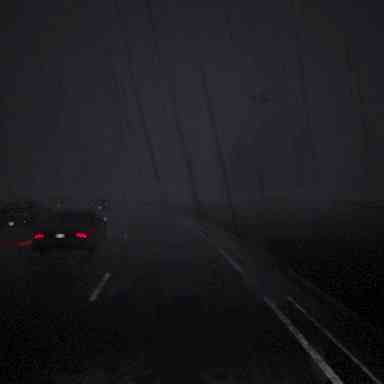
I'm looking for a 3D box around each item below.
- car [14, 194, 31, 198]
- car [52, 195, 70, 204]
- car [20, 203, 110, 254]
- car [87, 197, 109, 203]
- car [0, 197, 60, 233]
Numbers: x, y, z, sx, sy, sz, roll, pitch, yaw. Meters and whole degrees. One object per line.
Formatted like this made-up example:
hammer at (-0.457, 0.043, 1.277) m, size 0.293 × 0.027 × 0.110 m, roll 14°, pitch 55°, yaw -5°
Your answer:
car at (-17.813, 0.988, 35.141) m, size 1.882 × 1.535 × 5.008 m, roll 0°, pitch 1°, yaw -23°
car at (-13.730, 1.006, 34.391) m, size 2.128 × 1.511 × 4.902 m, roll 0°, pitch 1°, yaw -21°
car at (-4.405, 1.366, 12.687) m, size 2.033 × 1.411 × 5.357 m, roll 0°, pitch 1°, yaw -8°
car at (-9.342, 1.131, 32.894) m, size 1.895 × 1.301 × 4.718 m, roll 0°, pitch 1°, yaw -20°
car at (-8.918, 1.238, 18.008) m, size 2.128 × 1.511 × 4.902 m, roll 0°, pitch 1°, yaw -11°
